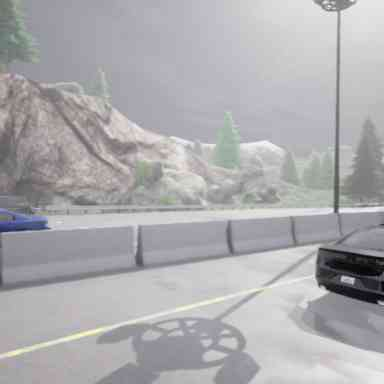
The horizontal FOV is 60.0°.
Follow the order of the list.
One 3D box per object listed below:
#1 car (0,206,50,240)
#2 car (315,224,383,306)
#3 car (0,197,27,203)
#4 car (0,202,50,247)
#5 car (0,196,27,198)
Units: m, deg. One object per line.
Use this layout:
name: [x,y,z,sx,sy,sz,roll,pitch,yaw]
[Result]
car: [-9.095,1.387,14.828,4.718,1.301,1.895,0,1,-38]
car: [4.856,1.466,7.512,5.008,1.535,1.882,0,0,-36]
car: [-11.628,1.219,17.254,5.008,1.535,1.882,0,1,-38]
car: [-7.626,1.304,11.516,5.008,1.535,1.882,0,0,-38]
car: [-12.499,1.055,20.985,4.553,1.767,2.097,0,1,-37]
